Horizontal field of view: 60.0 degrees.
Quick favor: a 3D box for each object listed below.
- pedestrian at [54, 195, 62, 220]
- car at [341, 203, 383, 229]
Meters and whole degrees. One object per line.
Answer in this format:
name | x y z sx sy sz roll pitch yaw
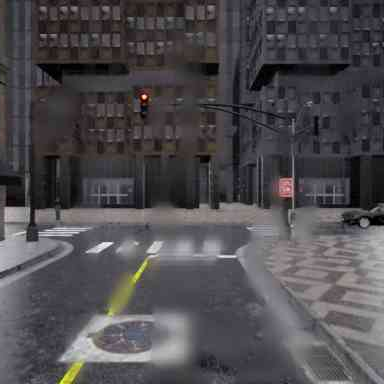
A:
pedestrian | -9.815 1.152 24.321 0.375 1.860 0.375 0 0 1
car | 12.056 1.458 21.021 5.008 1.535 1.882 0 0 1
